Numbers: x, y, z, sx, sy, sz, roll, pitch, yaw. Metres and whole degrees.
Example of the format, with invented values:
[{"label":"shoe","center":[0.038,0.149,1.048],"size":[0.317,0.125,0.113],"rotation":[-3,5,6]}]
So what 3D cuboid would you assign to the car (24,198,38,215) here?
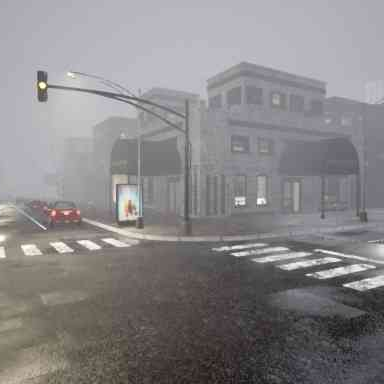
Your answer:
[{"label":"car","center":[-14.285,1.385,31.151],"size":[1.802,1.307,4.206],"rotation":[-1,1,-31]}]

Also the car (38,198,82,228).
[{"label":"car","center":[-8.431,1.289,21.376],"size":[1.967,1.590,4.097],"rotation":[-1,1,-31]}]

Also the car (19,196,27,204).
[{"label":"car","center":[-17.213,1.331,36.038],"size":[2.008,1.369,4.403],"rotation":[-1,1,-31]}]

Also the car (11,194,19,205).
[{"label":"car","center":[-25.996,1.269,50.698],"size":[2.008,1.369,4.403],"rotation":[-1,1,-31]}]
